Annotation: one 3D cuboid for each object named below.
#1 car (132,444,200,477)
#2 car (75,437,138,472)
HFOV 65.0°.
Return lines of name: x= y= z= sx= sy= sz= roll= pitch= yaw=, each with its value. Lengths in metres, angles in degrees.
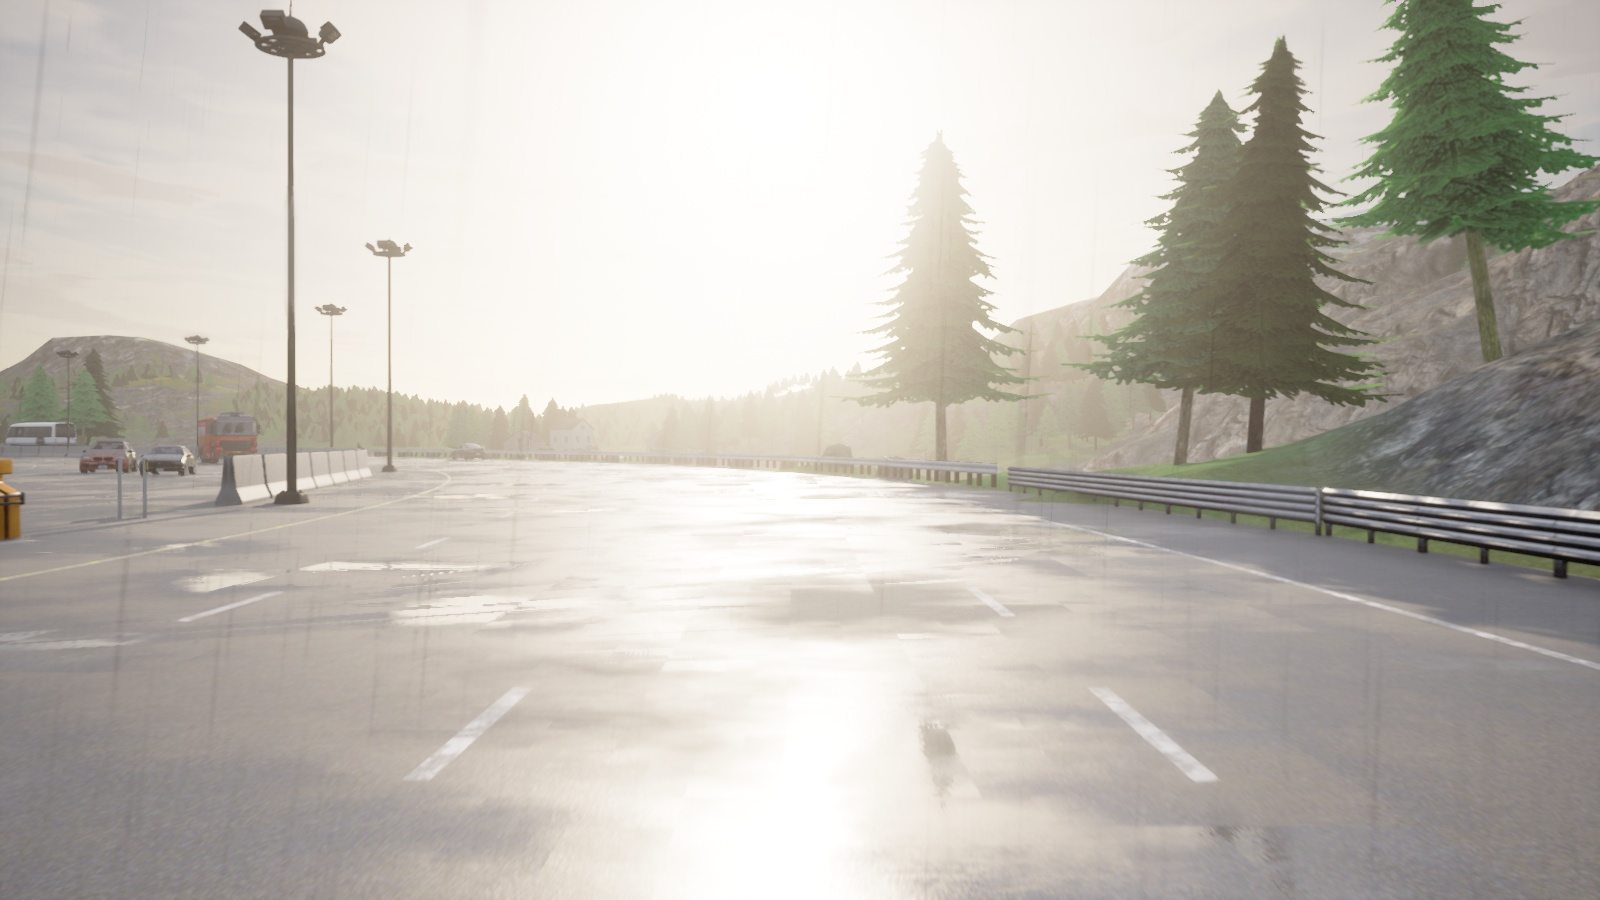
car: x=-29.154 y=0.444 z=57.911 sx=2.033 sy=1.411 sz=5.357 roll=0 pitch=0 yaw=-19
car: x=-34.965 y=0.205 z=63.451 sx=2.242 sy=1.667 sz=4.611 roll=0 pitch=0 yaw=-22
